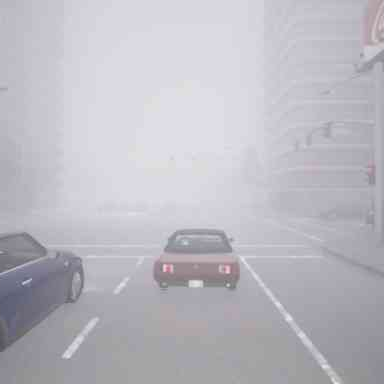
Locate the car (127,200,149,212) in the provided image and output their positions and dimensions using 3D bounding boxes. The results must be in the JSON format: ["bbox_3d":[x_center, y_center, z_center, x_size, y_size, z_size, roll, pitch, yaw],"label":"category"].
[{"bbox_3d":[-7.014,1.869,45.635,2.128,1.511,4.902,0,0,0],"label":"car"}]

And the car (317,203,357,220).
[{"bbox_3d":[14.010,1.758,30.475,4.892,1.490,1.837,0,0,0],"label":"car"}]

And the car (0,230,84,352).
[{"bbox_3d":[-3.428,1.397,5.460,2.097,1.767,4.553,0,-1,0],"label":"car"}]

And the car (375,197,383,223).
[{"bbox_3d":[18.224,1.448,26.997,5.566,2.045,2.150,0,0,0],"label":"car"}]

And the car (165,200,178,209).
[{"bbox_3d":[-3.355,2.012,54.136,1.994,1.385,4.181,0,0,0],"label":"car"}]

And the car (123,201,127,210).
[{"bbox_3d":[-10.511,2.025,51.273,1.895,1.301,4.718,0,0,1],"label":"car"}]

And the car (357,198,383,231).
[{"bbox_3d":[13.297,1.387,19.775,5.566,2.045,2.150,0,0,0],"label":"car"}]

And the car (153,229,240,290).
[{"bbox_3d":[0.225,1.679,9.291,1.895,1.301,4.718,0,0,3],"label":"car"}]

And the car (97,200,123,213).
[{"bbox_3d":[-10.536,1.852,42.017,1.837,1.490,4.892,0,0,0],"label":"car"}]
